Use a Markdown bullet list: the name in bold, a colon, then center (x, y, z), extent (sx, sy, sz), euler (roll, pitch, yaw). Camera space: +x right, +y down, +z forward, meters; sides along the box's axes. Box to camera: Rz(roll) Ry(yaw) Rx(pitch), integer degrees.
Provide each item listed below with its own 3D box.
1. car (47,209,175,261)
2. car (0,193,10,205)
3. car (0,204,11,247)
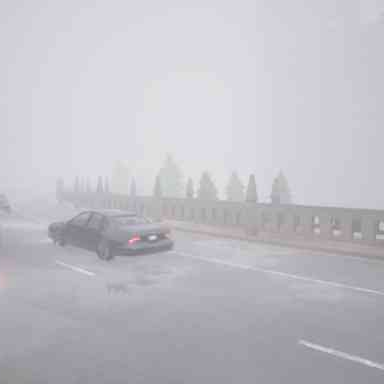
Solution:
- **car**: center (-2.952, 1.303, 11.324), extent (5.357, 1.411, 2.033), euler (2, 1, 43)
- **car**: center (-15.346, 0.783, 25.938), extent (2.033, 1.411, 5.357), euler (0, 1, -34)
- **car**: center (-8.072, 1.167, 11.548), extent (1.812, 1.442, 4.674), euler (0, 1, -44)
